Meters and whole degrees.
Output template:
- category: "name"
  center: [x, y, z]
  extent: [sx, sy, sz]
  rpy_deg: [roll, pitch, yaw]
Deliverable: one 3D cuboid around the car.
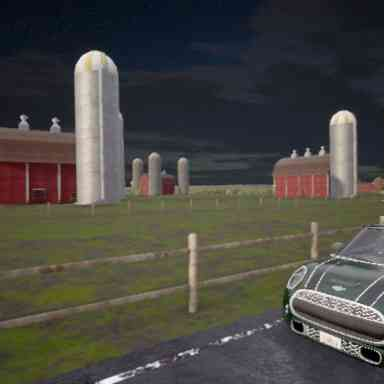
- category: "car"
  center: [3.632, 1.325, 5.636]
  extent: [4.553, 1.767, 2.097]
  rpy_deg: [0, 0, -35]
